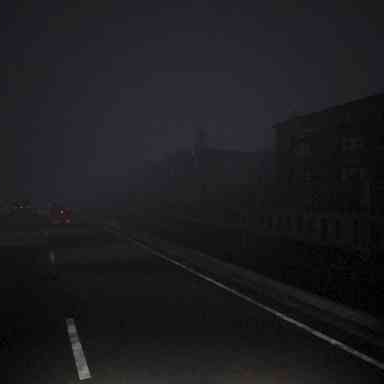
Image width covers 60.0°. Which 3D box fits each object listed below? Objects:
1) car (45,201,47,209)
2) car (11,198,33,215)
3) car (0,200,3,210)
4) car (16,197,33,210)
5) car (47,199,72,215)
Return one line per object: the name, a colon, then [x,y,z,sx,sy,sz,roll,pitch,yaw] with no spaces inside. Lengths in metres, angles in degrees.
car: [-17.688,1.564,42.787,1.994,1.385,4.181,0,0,-26]
car: [-17.462,1.547,34.245,2.033,1.411,5.357,0,0,-25]
car: [-24.908,1.477,41.707,1.882,1.535,5.008,0,0,-25]
car: [-21.955,1.505,43.662,1.837,1.490,4.892,0,0,-25]
car: [-13.282,1.601,33.567,1.895,1.301,4.718,0,0,-25]
